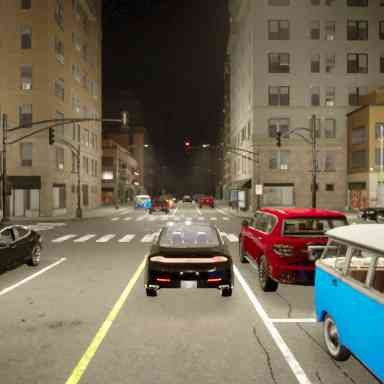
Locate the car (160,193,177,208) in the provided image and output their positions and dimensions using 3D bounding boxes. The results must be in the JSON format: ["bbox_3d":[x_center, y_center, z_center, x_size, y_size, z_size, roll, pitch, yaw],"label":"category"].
[{"bbox_3d":[-3.529,1.347,45.007,2.097,1.767,4.553,0,0,-1],"label":"car"}]

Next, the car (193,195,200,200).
[{"bbox_3d":[1.291,1.510,89.642,1.752,1.417,4.829,0,0,-1],"label":"car"}]

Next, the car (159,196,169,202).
[{"bbox_3d":[-6.599,1.538,78.534,2.008,1.369,4.403,0,0,-1],"label":"car"}]

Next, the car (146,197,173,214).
[{"bbox_3d":[-3.376,1.522,35.228,1.812,1.442,4.674,0,0,1],"label":"car"}]

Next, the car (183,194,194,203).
[{"bbox_3d":[-0.910,1.591,66.507,1.895,1.301,4.718,0,0,-1],"label":"car"}]

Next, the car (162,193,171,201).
[{"bbox_3d":[-6.765,1.300,89.345,2.192,1.841,5.009,0,0,-1],"label":"car"}]

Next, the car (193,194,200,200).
[{"bbox_3d":[1.205,1.424,94.877,1.967,1.590,4.097,0,0,-1],"label":"car"}]

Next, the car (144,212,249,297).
[{"bbox_3d":[-0.061,1.491,8.563,2.128,1.511,4.902,0,0,0],"label":"car"}]

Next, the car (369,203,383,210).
[{"bbox_3d":[14.523,1.419,23.923,4.902,1.511,2.128,0,0,-1],"label":"car"}]

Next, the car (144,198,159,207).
[{"bbox_3d":[-6.186,1.560,51.506,1.947,1.339,4.313,0,0,-1],"label":"car"}]

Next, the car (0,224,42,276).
[{"bbox_3d":[-5.504,1.566,8.735,1.947,1.339,4.313,0,0,-1],"label":"car"}]

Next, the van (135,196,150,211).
[{"bbox_3d":[-6.021,1.337,40.694,1.690,1.788,3.998,0,0,-1],"label":"van"}]

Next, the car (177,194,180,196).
[{"bbox_3d":[-3.764,1.539,62.778,2.033,1.411,5.357,0,0,0],"label":"car"}]

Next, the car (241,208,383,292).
[{"bbox_3d":[2.520,1.315,8.860,2.192,1.841,5.009,0,0,-1],"label":"car"}]

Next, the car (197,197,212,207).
[{"bbox_3d":[1.918,1.544,51.633,2.008,1.369,4.403,0,0,-1],"label":"car"}]

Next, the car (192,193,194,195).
[{"bbox_3d":[1.650,1.305,67.850,2.192,1.841,5.009,0,0,-1],"label":"car"}]

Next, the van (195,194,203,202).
[{"bbox_3d":[1.561,1.330,73.256,1.690,1.788,3.998,0,0,-1],"label":"van"}]

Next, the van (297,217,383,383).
[{"bbox_3d":[2.606,1.341,3.349,1.690,1.788,3.998,0,0,-1],"label":"van"}]

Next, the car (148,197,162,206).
[{"bbox_3d":[-6.269,1.537,56.911,1.887,1.381,4.507,0,0,-1],"label":"car"}]

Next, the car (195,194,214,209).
[{"bbox_3d":[2.007,1.310,46.227,2.192,1.841,5.009,0,0,-1],"label":"car"}]

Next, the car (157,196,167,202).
[{"bbox_3d":[-6.514,1.514,72.959,1.752,1.417,4.829,0,0,-1],"label":"car"}]
